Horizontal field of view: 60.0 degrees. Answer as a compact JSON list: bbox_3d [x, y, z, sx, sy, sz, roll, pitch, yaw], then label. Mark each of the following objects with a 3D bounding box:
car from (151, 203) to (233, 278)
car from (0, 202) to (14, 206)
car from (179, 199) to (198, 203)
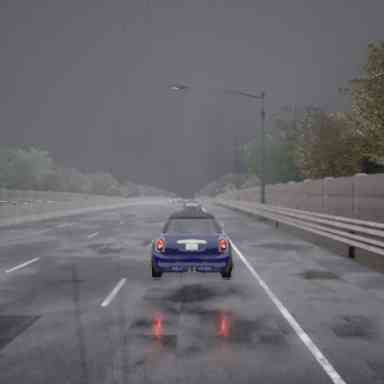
[{"bbox_3d":[-0.006,1.375,10.343,2.097,1.767,4.553,0,0,0],"label":"car"},{"bbox_3d":[-17.609,1.645,30.605,1.994,1.385,4.181,0,0,0],"label":"car"},{"bbox_3d":[-0.017,1.621,31.683,1.812,1.442,4.674,0,-1,0],"label":"car"}]
